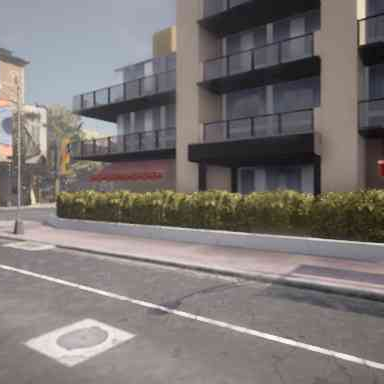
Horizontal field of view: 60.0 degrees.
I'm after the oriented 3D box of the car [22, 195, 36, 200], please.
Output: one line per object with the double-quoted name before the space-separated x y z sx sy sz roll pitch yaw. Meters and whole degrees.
"car" -36.909 1.478 72.262 4.892 1.521 2.231 0 0 35
